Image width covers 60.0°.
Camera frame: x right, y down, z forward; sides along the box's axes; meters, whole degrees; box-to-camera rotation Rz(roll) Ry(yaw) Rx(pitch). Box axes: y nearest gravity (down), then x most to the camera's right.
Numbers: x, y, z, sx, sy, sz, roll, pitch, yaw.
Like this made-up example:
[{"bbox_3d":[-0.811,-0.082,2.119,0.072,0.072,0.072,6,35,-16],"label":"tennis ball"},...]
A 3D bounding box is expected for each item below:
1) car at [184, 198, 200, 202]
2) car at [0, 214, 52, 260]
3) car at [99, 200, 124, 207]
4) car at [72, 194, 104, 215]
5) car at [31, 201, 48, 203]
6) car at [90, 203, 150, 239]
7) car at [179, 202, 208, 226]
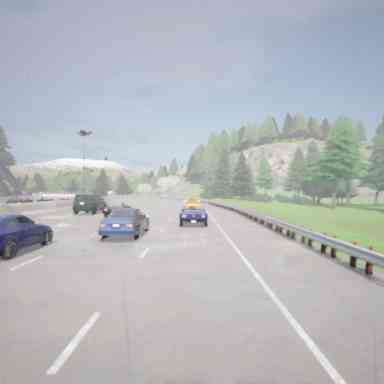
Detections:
[{"bbox_3d":[-0.029,1.479,41.487,1.882,1.535,5.008,0,0,-1],"label":"car"},{"bbox_3d":[-6.898,1.527,12.356,1.812,1.442,4.674,0,0,0],"label":"car"},{"bbox_3d":[-6.897,1.602,31.139,1.895,1.301,4.718,0,0,0],"label":"car"},{"bbox_3d":[-10.405,1.223,34.083,2.150,2.045,5.566,0,0,0],"label":"car"},{"bbox_3d":[-25.785,1.604,58.154,1.895,1.301,4.718,0,0,-6],"label":"car"},{"bbox_3d":[-3.398,1.548,17.371,2.033,1.411,5.357,0,0,0],"label":"car"},{"bbox_3d":[0.103,1.602,23.578,1.895,1.301,4.718,0,0,0],"label":"car"}]
